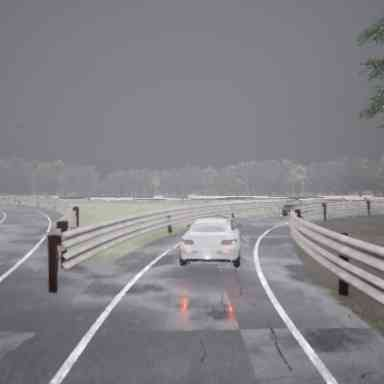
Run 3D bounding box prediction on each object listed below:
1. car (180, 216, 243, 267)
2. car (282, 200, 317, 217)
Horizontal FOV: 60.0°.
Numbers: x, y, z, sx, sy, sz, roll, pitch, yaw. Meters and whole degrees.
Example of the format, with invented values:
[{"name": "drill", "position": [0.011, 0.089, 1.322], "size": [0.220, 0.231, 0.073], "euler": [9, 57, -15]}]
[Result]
[{"name": "car", "position": [0.760, 1.551, 11.486], "size": [1.812, 1.442, 4.674], "euler": [-1, 0, 9]}, {"name": "car", "position": [10.046, 1.553, 30.940], "size": [1.837, 1.490, 4.892], "euler": [-1, -1, 40]}]
